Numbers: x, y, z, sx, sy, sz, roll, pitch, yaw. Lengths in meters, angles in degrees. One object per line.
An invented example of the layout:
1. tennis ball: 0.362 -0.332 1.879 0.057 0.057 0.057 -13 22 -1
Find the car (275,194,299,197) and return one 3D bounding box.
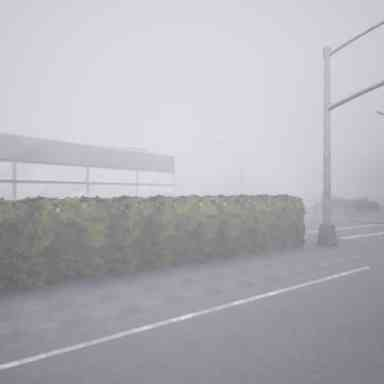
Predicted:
1. car: 15.012 1.264 50.875 3.633 1.501 1.845 0 0 -36

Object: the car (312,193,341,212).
1. car: 15.658 1.283 36.776 5.027 1.636 2.152 0 0 -36

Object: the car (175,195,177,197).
1. car: -4.306 1.324 64.615 3.806 1.475 1.970 0 0 -36

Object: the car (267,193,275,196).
1. car: 18.536 1.075 77.132 5.027 1.636 2.152 0 0 -36

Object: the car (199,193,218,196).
1. car: 2.569 1.047 69.576 4.605 1.855 1.932 0 0 -36

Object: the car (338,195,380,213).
1. car: 17.524 1.291 34.254 4.514 1.523 2.007 0 0 -36

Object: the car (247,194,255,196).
1. car: 14.541 1.156 82.165 3.806 1.475 1.970 0 0 -36
